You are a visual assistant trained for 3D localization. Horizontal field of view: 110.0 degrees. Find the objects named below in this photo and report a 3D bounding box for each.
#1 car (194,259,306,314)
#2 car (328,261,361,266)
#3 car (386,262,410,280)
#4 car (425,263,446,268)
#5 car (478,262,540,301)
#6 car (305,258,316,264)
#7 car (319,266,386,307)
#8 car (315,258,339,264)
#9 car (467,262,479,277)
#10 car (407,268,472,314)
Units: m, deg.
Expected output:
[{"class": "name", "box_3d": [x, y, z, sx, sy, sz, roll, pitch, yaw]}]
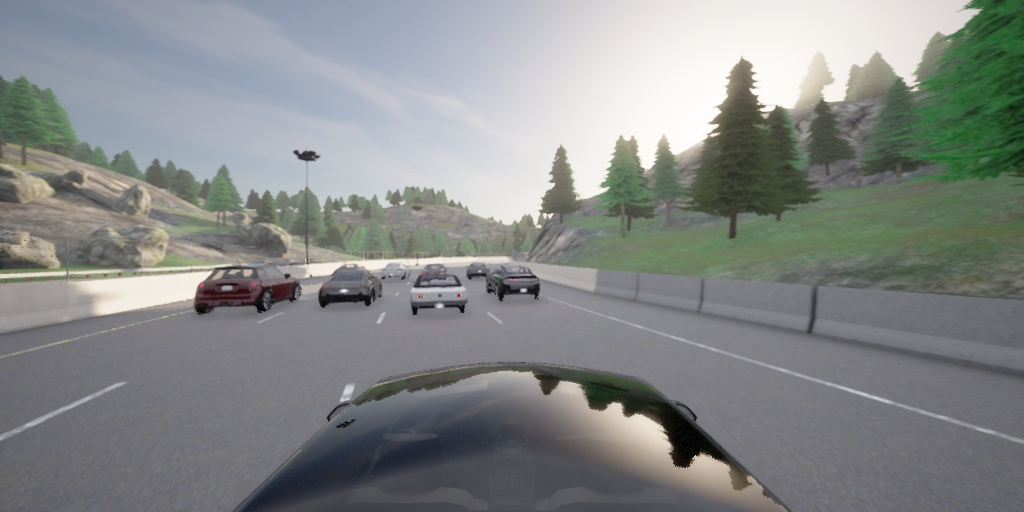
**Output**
[{"class": "car", "box_3d": [-10.160, 1.116, 14.221, 2.097, 1.767, 4.553, 0, 0, -13]}, {"class": "car", "box_3d": [-13.292, 1.300, 29.778, 1.994, 1.385, 4.181, 0, 0, -9]}, {"class": "car", "box_3d": [-9.898, 1.241, 30.714, 1.812, 1.442, 4.674, 0, 0, -9]}, {"class": "car", "box_3d": [-5.701, 1.253, 26.591, 2.033, 1.411, 5.357, 0, 0, -10]}, {"class": "car", "box_3d": [-0.077, 1.196, 17.169, 2.128, 1.511, 4.902, 0, 0, -13]}, {"class": "car", "box_3d": [-29.705, 1.104, 52.468, 2.097, 1.767, 4.553, 0, 0, -2]}, {"class": "car", "box_3d": [-6.928, 1.308, 15.742, 1.994, 1.385, 4.181, 0, 0, -13]}, {"class": "car", "box_3d": [-26.197, 1.261, 52.188, 1.812, 1.442, 4.674, 0, 0, -2]}, {"class": "car", "box_3d": [-2.993, 1.241, 31.873, 1.994, 1.385, 4.181, 0, 0, -9]}, {"class": "car", "box_3d": [-2.880, 1.330, 13.821, 1.895, 1.301, 4.718, 0, 0, -14]}]
